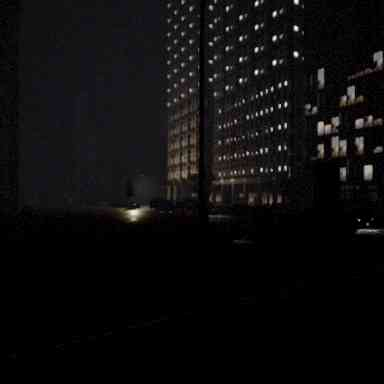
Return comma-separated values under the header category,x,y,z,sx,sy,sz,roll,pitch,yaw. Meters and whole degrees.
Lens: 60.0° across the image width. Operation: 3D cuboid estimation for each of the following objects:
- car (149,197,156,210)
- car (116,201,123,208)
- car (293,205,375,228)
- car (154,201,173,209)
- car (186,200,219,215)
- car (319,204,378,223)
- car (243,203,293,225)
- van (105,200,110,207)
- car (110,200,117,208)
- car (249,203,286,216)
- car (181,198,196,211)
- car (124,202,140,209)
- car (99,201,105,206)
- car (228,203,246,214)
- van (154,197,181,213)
category,x,y,z,sx,sy,sz,roll,pitch,yaw
car,-5.617,1.913,57.027,2.150,2.045,5.566,0,-1,-26
car,-13.226,2.615,66.496,1.752,1.417,4.829,-1,-1,-26
car,10.289,1.771,24.166,2.033,1.411,5.357,0,-1,-28
car,-5.481,2.484,63.605,1.882,1.535,5.008,0,-1,-26
car,1.598,2.067,41.961,2.128,1.511,4.902,0,-1,-26
car,13.905,1.867,29.842,2.008,1.369,4.403,-1,-1,-26
car,6.368,1.823,26.179,2.008,1.369,4.403,-1,-1,-26
van,-18.219,2.648,76.766,1.690,1.788,3.998,-1,-1,-26
car,-15.758,2.744,71.706,1.887,1.381,4.507,-1,-1,-26
car,8.989,2.082,39.959,1.947,1.339,4.313,-1,-1,-26
car,-0.937,2.038,54.375,2.150,2.045,5.566,0,-1,-26
car,-10.841,2.538,61.589,2.008,1.369,4.403,-1,-1,-26
car,-23.132,3.067,86.881,1.887,1.381,4.507,-1,-1,-26
car,6.530,2.183,45.018,1.947,1.339,4.313,-1,-1,-26
van,-3.470,2.016,46.417,1.690,1.788,3.998,-1,-1,-26
